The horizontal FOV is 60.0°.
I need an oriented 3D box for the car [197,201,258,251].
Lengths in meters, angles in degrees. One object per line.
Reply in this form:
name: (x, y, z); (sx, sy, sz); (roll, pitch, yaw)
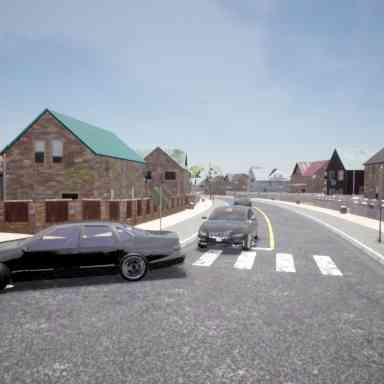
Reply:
car: (1.605, 1.337, 13.515); (1.837, 1.490, 4.892); (1, 1, 17)

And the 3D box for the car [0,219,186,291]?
car: (-2.878, 1.434, 8.380); (5.357, 1.411, 2.033); (-1, 1, -14)

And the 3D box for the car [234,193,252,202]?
car: (6.499, 0.975, 42.526); (2.097, 1.767, 4.553); (0, 1, 5)
